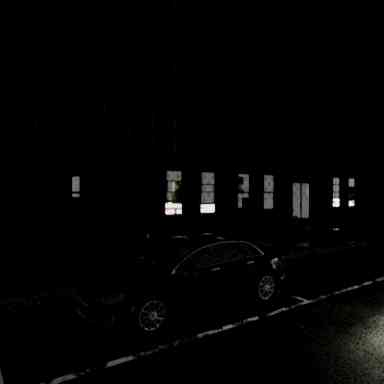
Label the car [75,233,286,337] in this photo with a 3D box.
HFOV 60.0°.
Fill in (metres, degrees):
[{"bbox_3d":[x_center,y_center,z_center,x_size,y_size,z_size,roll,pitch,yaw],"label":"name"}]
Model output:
[{"bbox_3d":[-0.002,1.549,6.558,4.403,1.369,2.008,0,0,-35],"label":"car"}]
